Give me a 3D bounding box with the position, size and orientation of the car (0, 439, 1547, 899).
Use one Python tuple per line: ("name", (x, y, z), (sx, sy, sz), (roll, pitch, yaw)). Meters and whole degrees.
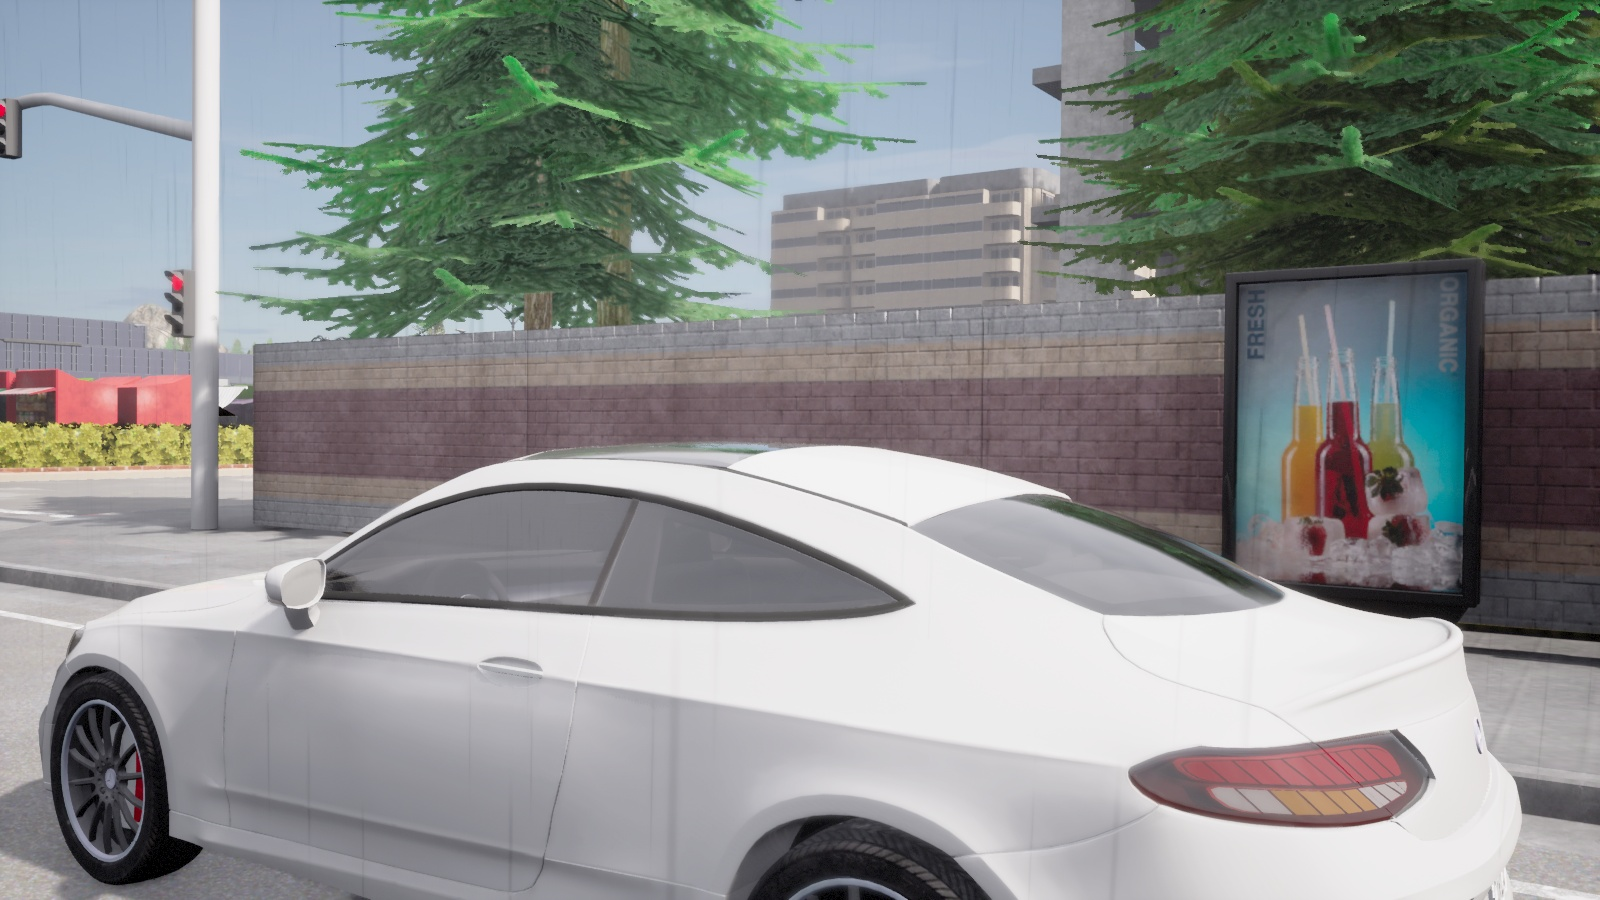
("car", (-0.437, 0.708, 3.913), (4.674, 1.442, 1.812), (0, 1, 33))
